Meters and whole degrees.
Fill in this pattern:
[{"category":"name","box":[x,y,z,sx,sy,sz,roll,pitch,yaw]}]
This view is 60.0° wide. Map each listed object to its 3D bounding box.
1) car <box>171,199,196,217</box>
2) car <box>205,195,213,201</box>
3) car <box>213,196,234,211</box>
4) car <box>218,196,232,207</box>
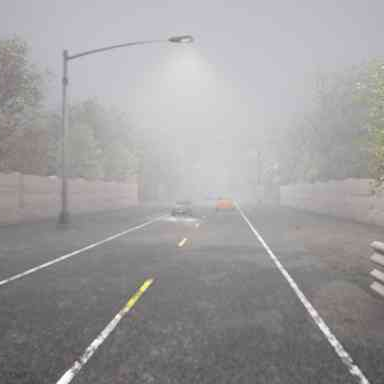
[{"category":"car","box":[-0.705,1.406,29.744,1.837,1.490,4.892,0,0,6]},{"category":"car","box":[3.824,1.321,72.913,1.895,1.301,4.718,0,0,6]},{"category":"car","box":[3.854,1.246,38.904,2.097,1.767,4.553,0,0,6]},{"category":"car","box":[4.883,1.338,48.869,1.882,1.535,5.008,0,0,6]}]
